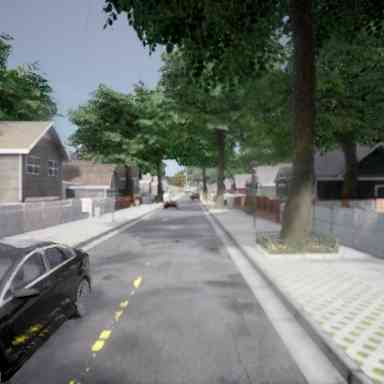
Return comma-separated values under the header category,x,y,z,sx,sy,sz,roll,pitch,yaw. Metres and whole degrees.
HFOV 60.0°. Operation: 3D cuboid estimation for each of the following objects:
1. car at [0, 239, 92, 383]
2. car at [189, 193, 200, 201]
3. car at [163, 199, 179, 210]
category,x,y,z,sx,sy,sz,roll,pitch,yaw
car,-2.847,1.498,4.566,2.128,1.511,4.902,0,0,0
car,0.925,1.270,86.946,2.150,2.045,5.566,-5,0,0
car,-2.812,1.673,45.088,1.895,1.301,4.718,0,0,0
